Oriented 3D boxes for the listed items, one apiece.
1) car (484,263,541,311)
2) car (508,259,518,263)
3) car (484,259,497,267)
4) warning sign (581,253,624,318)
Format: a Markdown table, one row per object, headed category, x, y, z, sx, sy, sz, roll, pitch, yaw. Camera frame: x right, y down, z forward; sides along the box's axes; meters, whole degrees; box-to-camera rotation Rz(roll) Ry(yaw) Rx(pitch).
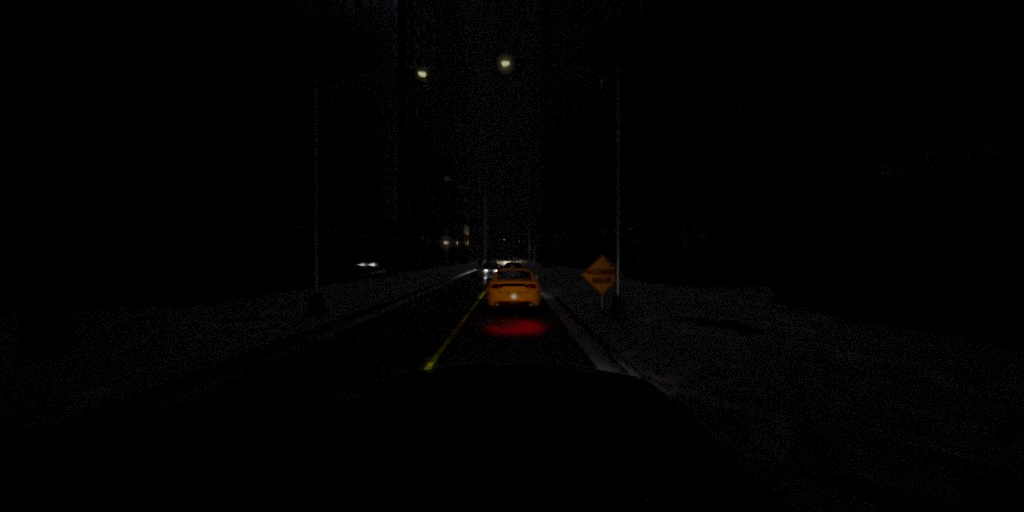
| category | x | y | z | sx | sy | sz | roll | pitch | yaw |
| --- | --- | --- | --- | --- | --- | --- | --- | --- | --- |
| car | 0.076 | 1.210 | 14.321 | 1.882 | 1.535 | 5.008 | 0 | -1 | 0 |
| car | 0.088 | 1.236 | 29.595 | 1.812 | 1.442 | 4.674 | 0 | 0 | 0 |
| car | -3.040 | 1.210 | 52.942 | 1.812 | 1.442 | 4.674 | 0 | 0 | 0 |
| warning sign | 2.723 | 0.852 | 10.881 | 1.300 | 1.860 | 1.060 | 0 | 0 | 0 |
